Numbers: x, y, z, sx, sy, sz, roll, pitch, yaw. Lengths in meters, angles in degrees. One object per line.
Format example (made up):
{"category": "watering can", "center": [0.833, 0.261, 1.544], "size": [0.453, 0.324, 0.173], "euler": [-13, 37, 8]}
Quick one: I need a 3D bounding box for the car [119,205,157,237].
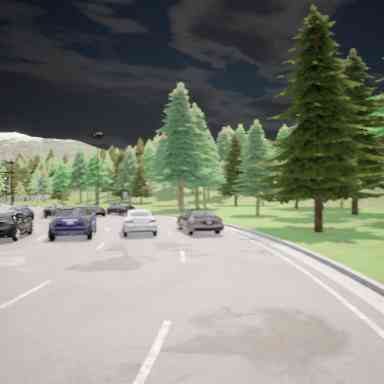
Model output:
{"category": "car", "center": [-3.158, 1.713, 19.580], "size": [1.812, 1.442, 4.674], "euler": [-1, 0, -13]}

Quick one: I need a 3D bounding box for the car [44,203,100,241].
{"category": "car", "center": [-6.508, 1.572, 18.523], "size": [2.097, 1.767, 4.553], "euler": [-1, -1, -13]}

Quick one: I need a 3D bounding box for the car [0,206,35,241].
{"category": "car", "center": [-9.985, 1.770, 17.991], "size": [1.837, 1.490, 4.892], "euler": [-1, 0, -13]}

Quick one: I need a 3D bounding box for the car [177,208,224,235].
{"category": "car", "center": [0.361, 1.692, 19.935], "size": [2.033, 1.411, 5.357], "euler": [-1, 0, -12]}

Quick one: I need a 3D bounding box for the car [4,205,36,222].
{"category": "car", "center": [-16.645, 2.016, 32.120], "size": [1.994, 1.385, 4.181], "euler": [0, 0, -38]}

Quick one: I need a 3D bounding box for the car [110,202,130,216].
{"category": "car", "center": [-8.316, 1.920, 38.507], "size": [1.812, 1.442, 4.674], "euler": [0, 0, -38]}

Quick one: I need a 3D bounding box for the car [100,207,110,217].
{"category": "car", "center": [-11.048, 1.977, 36.320], "size": [1.994, 1.385, 4.181], "euler": [0, 0, -38]}
